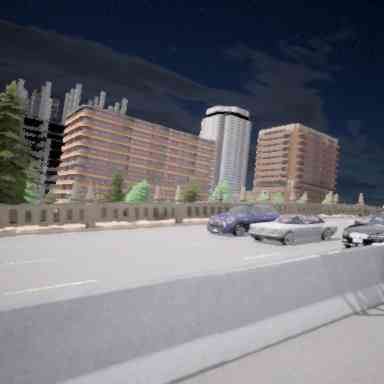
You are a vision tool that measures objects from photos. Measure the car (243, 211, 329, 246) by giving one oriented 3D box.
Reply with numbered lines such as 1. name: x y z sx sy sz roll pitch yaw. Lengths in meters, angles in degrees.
1. car: 4.965 1.737 16.126 4.718 1.301 1.895 1 0 -35

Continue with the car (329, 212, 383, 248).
1. car: 8.385 1.645 14.264 4.902 1.511 2.128 1 0 -35

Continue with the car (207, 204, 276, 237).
1. car: 3.078 1.491 19.078 4.553 1.767 2.097 1 -1 -35
